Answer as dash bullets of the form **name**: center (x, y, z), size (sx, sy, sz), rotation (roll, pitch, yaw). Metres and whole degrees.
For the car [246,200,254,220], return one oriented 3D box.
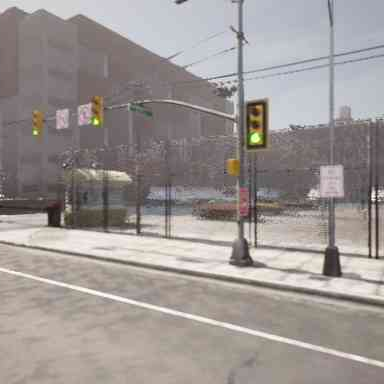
- **car**: center (2.138, 1.196, 24.643), size (4.553, 1.767, 2.185), rotation (0, 0, 33)

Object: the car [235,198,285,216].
- **car**: center (6.284, 1.327, 31.011), size (4.193, 1.474, 1.816), rotation (0, 0, 33)
